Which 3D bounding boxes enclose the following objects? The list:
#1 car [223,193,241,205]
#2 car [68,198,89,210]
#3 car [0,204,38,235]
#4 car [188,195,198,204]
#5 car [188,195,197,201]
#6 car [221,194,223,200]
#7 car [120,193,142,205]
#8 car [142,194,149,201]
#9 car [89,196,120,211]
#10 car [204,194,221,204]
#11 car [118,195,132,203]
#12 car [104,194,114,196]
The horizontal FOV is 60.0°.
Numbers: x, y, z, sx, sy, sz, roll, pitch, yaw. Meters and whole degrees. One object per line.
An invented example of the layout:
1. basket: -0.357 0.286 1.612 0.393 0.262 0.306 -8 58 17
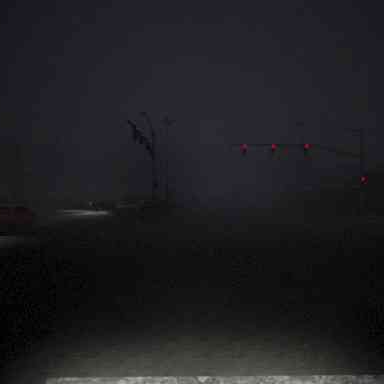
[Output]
1. car: 7.196 1.130 58.467 2.150 2.045 5.566 0 0 0
2. car: -14.025 1.482 42.597 2.033 1.411 5.357 0 0 0
3. car: -10.569 1.451 18.824 1.882 1.535 5.008 0 0 0
4. car: 0.201 1.412 59.439 1.837 1.490 4.892 0 0 0
5. car: 0.131 1.429 78.185 1.994 1.385 4.181 0 0 0
6. car: 7.135 1.228 80.169 2.097 1.767 4.553 0 0 1
7. car: -10.485 1.127 56.482 2.150 2.045 5.566 0 1 0
8. car: -10.381 1.209 71.256 1.812 1.442 4.674 0 0 0
9. car: -10.531 1.539 40.253 1.895 1.301 4.718 0 0 0
10. car: 3.698 1.412 59.271 1.837 1.490 4.892 0 0 0
11. car: -13.885 1.350 68.862 1.882 1.535 5.008 0 0 0
12. car: -13.987 1.265 55.608 2.097 1.767 4.553 0 0 0
